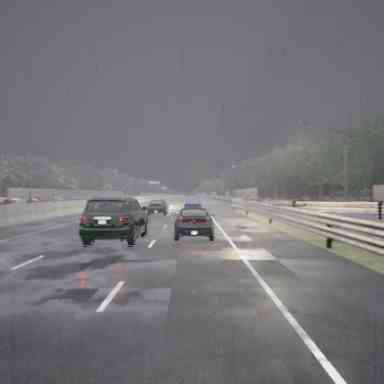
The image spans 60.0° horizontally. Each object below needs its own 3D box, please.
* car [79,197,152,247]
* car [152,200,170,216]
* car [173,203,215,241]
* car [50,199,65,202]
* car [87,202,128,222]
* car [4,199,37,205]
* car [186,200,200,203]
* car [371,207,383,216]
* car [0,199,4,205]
[{"bbox_3d":[-3.385,1.235,15.315,2.150,2.045,5.566,0,0,0],"label":"car"},{"bbox_3d":[-3.393,1.558,33.639,1.837,1.490,4.892,0,0,0],"label":"car"},{"bbox_3d":[0.103,1.520,16.874,1.837,1.490,4.892,0,0,0],"label":"car"},{"bbox_3d":[-17.493,1.665,43.567,1.994,1.385,4.181,0,0,0],"label":"car"},{"bbox_3d":[-6.895,1.584,27.839,2.033,1.411,5.357,0,0,0],"label":"car"},{"bbox_3d":[-21.013,1.607,41.691,1.812,1.442,4.674,0,0,0],"label":"car"},{"bbox_3d":[0.107,1.536,35.225,1.882,1.535,5.008,0,0,0],"label":"car"},{"bbox_3d":[18.453,1.516,30.200,1.812,1.442,4.674,0,-2,-20],"label":"car"},{"bbox_3d":[-24.501,1.612,42.672,1.812,1.442,4.674,0,0,0],"label":"car"}]
